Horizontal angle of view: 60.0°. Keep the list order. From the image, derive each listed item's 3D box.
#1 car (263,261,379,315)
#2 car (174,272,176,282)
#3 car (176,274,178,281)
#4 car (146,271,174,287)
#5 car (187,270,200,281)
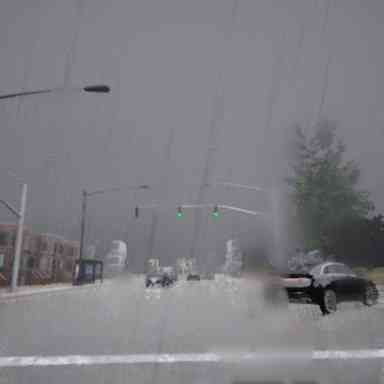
[{"bbox_3d":[4.365,3.078,11.037,4.902,1.511,2.128,11,-19,-40],"label":"car"},{"bbox_3d":[-3.403,11.080,43.106,1.812,1.442,4.674,-1,-14,0],"label":"car"},{"bbox_3d":[-3.286,13.598,53.306,2.033,1.411,5.357,-1,-14,0],"label":"car"},{"bbox_3d":[-3.418,8.757,33.760,2.128,1.511,4.902,-2,-14,4],"label":"car"},{"bbox_3d":[0.263,14.212,56.854,2.097,1.767,4.553,-1,-14,0],"label":"car"}]
